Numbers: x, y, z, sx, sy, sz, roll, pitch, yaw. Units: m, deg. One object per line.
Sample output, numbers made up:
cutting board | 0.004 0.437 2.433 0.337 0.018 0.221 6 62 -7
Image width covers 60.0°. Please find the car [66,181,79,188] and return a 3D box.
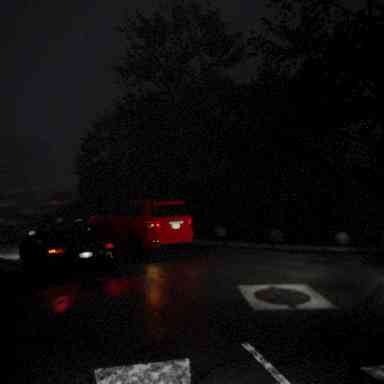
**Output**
car | -32.461 -1.668 89.505 2.231 1.521 4.892 -1 3 -1

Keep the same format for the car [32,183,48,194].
car | -32.176 -0.662 67.394 2.435 2.045 5.566 -1 3 -1

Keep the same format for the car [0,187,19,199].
car | -32.032 0.231 56.094 1.946 1.575 5.366 -1 3 -1

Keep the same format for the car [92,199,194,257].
car | -2.305 1.286 13.592 2.150 2.045 5.566 0 0 -41

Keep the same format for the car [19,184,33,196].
car | -32.103 -0.083 61.609 1.946 1.575 5.366 -1 3 -1

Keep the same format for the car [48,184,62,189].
car | -32.322 -1.009 78.438 2.163 1.488 4.792 -1 3 -1

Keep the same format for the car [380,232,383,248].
car | 8.920 1.198 10.158 5.566 2.045 2.150 0 0 4

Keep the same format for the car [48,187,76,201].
car | -20.136 0.463 51.750 1.837 1.490 4.892 -1 4 -2

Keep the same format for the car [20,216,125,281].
car | -3.945 1.631 10.316 1.994 1.385 4.181 0 0 -36
